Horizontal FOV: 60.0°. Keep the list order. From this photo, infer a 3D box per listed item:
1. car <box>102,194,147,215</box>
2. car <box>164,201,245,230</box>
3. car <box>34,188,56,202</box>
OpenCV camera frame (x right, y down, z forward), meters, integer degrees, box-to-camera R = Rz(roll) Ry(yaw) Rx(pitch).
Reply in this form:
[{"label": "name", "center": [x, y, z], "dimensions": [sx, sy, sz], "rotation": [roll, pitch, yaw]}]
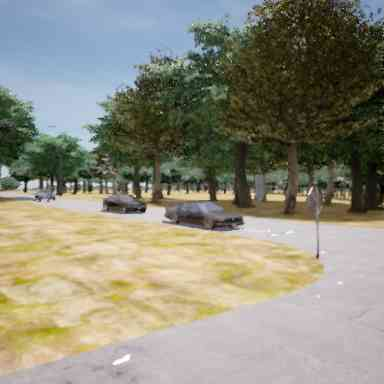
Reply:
[{"label": "car", "center": [-5.582, 0.925, 27.196], "dimensions": [1.882, 1.535, 5.008], "rotation": [-2, 2, -40]}, {"label": "car", "center": [0.488, 1.216, 18.752], "dimensions": [2.033, 1.411, 5.357], "rotation": [-1, 2, -38]}, {"label": "car", "center": [-20.317, 0.306, 45.909], "dimensions": [2.097, 1.767, 4.553], "rotation": [-1, 1, -36]}]
